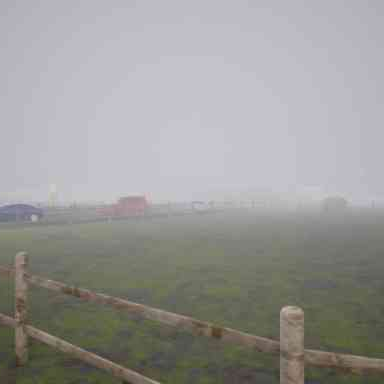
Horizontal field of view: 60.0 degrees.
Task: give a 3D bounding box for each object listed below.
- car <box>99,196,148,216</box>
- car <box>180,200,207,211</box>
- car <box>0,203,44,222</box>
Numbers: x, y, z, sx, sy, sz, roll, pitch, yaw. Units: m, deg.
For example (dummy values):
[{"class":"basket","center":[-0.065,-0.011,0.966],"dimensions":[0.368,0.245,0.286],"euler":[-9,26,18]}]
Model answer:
[{"class":"car","center":[-7.040,1.438,35.106],"dimensions":[2.150,2.045,5.566],"euler":[0,-1,37]},{"class":"car","center":[0.283,1.854,45.143],"dimensions":[1.812,1.442,4.674],"euler":[0,-1,36]},{"class":"car","center":[-14.002,1.590,25.508],"dimensions":[1.882,1.535,5.008],"euler":[0,0,35]}]
